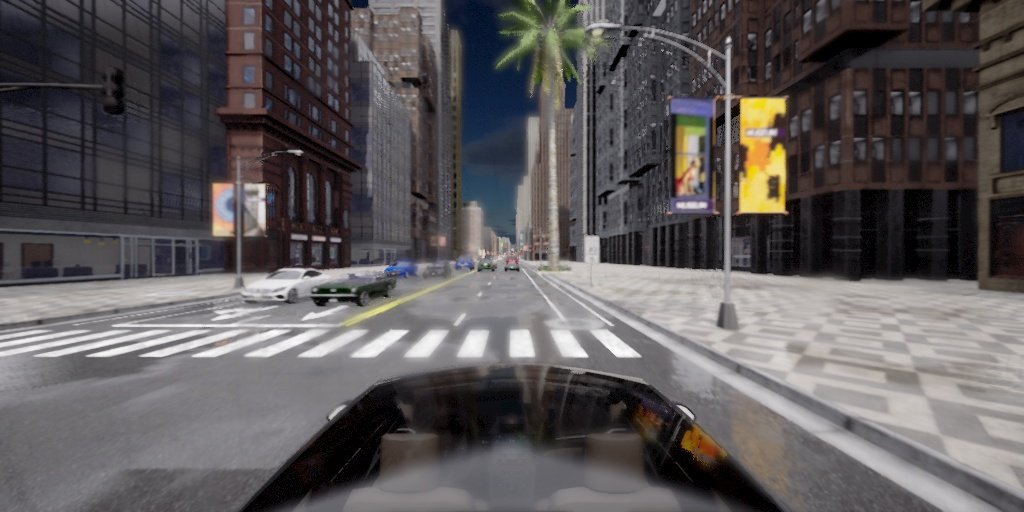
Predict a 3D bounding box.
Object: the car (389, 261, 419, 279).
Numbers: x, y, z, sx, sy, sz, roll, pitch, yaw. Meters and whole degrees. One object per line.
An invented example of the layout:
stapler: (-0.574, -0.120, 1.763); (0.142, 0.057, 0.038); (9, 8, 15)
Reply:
car: (-9.826, 1.213, 32.341); (1.882, 1.535, 5.008); (0, 0, 0)

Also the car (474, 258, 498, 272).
car: (-3.238, 1.094, 45.923); (2.097, 1.767, 4.553); (0, 0, 0)

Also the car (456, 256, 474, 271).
car: (-6.488, 0.953, 50.383); (2.150, 2.045, 5.566); (0, 0, 0)

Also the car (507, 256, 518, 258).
car: (0.016, 0.976, 55.988); (2.150, 2.045, 5.566); (0, 0, 0)

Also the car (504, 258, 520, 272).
car: (0.012, 1.306, 45.952); (1.994, 1.385, 4.181); (0, 0, 0)

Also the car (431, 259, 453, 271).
car: (-9.739, 1.242, 50.366); (2.128, 1.511, 4.902); (0, 0, 0)

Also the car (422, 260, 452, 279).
car: (-6.576, 1.299, 31.956); (1.994, 1.385, 4.181); (0, 0, 0)

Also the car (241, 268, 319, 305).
car: (-9.844, 1.267, 16.200); (1.812, 1.442, 4.674); (0, 0, -1)

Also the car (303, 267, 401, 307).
car: (-6.593, 1.342, 15.441); (1.895, 1.301, 4.718); (0, 0, 0)
